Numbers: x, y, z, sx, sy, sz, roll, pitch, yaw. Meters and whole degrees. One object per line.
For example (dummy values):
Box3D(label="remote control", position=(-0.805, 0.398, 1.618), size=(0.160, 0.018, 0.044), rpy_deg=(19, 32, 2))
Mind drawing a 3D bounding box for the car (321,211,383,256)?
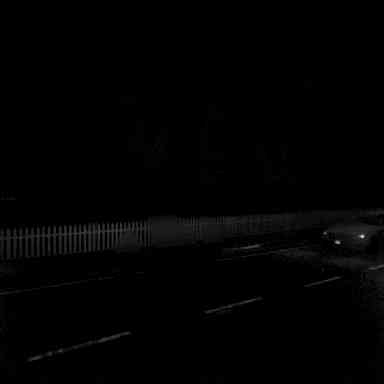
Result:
Box3D(label="car", position=(7.139, 1.525, 13.332), size=(4.674, 1.442, 1.812), rpy_deg=(0, 0, -36))
